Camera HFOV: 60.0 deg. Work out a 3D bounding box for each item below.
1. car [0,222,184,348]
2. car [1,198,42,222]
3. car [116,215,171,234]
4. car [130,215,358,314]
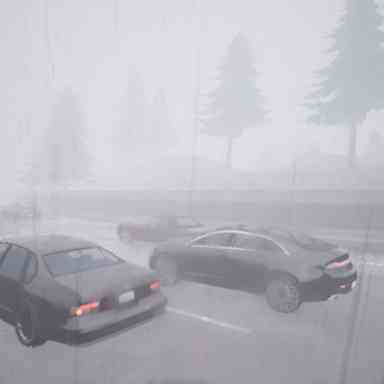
[{"bbox_3d":[-2.907,1.549,6.331,5.357,1.411,2.033,0,0,38],"label":"car"},{"bbox_3d":[-13.006,1.489,25.227,2.128,1.511,4.902,0,0,-43],"label":"car"},{"bbox_3d":[-1.073,1.617,13.882,4.718,1.301,1.895,0,0,40],"label":"car"},{"bbox_3d":[1.106,1.507,7.704,4.902,1.511,2.128,0,0,37],"label":"car"}]
